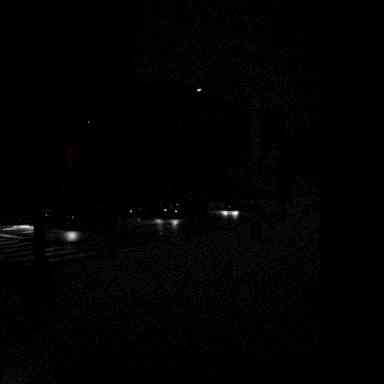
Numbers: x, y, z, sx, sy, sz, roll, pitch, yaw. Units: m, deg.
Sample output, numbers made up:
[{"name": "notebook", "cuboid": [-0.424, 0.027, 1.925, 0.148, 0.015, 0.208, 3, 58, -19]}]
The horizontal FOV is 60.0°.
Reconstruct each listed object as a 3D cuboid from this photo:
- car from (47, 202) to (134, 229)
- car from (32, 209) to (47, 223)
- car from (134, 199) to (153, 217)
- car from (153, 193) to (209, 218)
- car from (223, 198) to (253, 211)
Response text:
[{"name": "car", "cuboid": [-6.337, 1.419, 21.452, 1.882, 1.535, 5.008, 0, 0, 34]}, {"name": "car", "cuboid": [-8.940, 1.511, 23.388, 1.994, 1.385, 4.181, 0, 0, 35]}, {"name": "car", "cuboid": [-3.825, 1.402, 30.608, 2.128, 1.511, 4.902, 0, 0, 35]}, {"name": "car", "cuboid": [-0.592, 1.121, 29.559, 2.150, 2.045, 5.566, 0, 0, 35]}, {"name": "car", "cuboid": [5.252, 1.421, 37.777, 1.994, 1.385, 4.181, 0, 0, 36]}]
